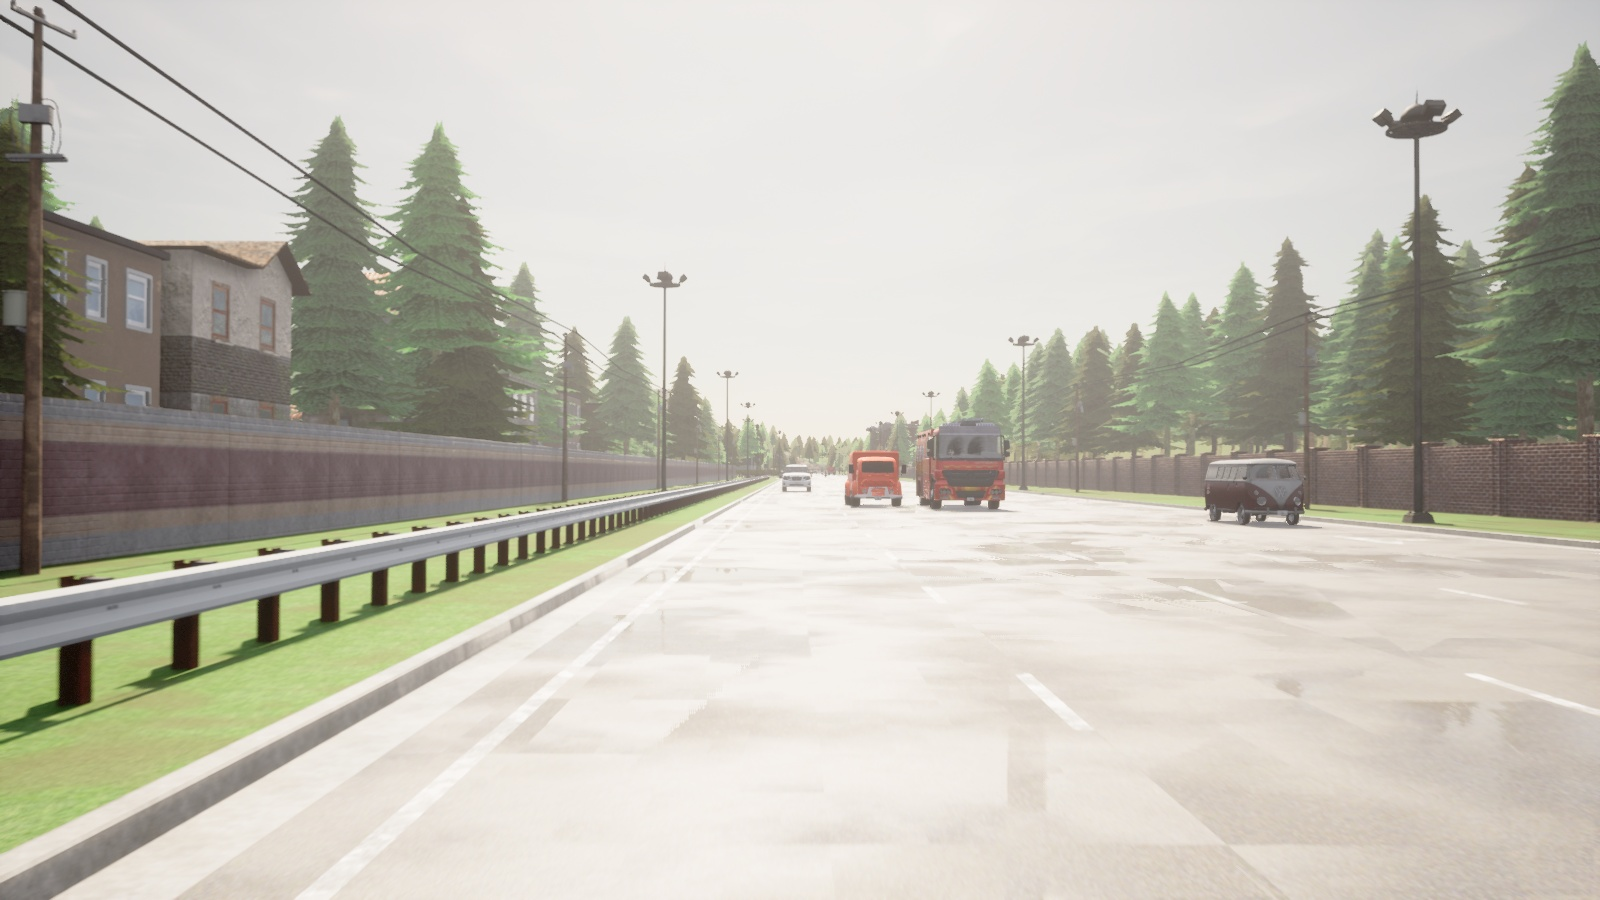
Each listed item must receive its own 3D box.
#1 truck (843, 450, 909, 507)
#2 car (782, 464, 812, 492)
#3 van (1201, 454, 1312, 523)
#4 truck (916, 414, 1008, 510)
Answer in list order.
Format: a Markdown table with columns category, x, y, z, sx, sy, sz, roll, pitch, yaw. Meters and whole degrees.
| category | x | y | z | sx | sy | sz | roll | pitch | yaw |
| --- | --- | --- | --- | --- | --- | --- | --- | --- | --- |
| truck | 3.362 | 1.261 | 56.571 | 2.627 | 2.467 | 5.204 | 0 | -1 | 0 |
| car | -0.229 | 2.126 | 95.053 | 2.150 | 2.045 | 5.566 | 0 | -1 | 0 |
| van | 13.906 | 1.157 | 38.522 | 1.775 | 1.987 | 4.442 | 0 | -1 | 0 |
| truck | 6.865 | 0.534 | 54.449 | 2.891 | 3.827 | 8.468 | 0 | -1 | 0 |
